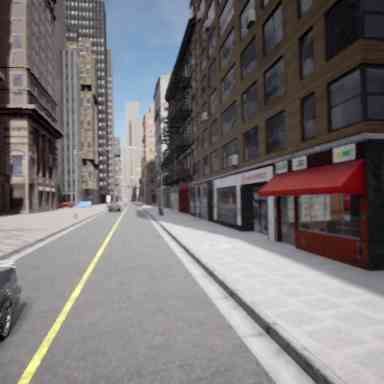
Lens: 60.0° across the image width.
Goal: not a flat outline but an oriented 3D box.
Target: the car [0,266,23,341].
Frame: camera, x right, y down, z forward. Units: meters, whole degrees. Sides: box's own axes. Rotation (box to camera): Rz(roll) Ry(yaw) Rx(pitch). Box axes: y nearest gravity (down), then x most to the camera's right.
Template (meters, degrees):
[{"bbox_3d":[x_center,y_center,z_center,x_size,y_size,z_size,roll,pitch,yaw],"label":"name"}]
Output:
[{"bbox_3d":[-3.602,1.681,3.911,2.033,1.411,5.357,-1,-1,-12],"label":"car"}]

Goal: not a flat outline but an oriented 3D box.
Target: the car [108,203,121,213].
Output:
[{"bbox_3d":[-12.652,2.558,54.548,1.882,1.535,5.008,-1,-1,-10],"label":"car"}]
